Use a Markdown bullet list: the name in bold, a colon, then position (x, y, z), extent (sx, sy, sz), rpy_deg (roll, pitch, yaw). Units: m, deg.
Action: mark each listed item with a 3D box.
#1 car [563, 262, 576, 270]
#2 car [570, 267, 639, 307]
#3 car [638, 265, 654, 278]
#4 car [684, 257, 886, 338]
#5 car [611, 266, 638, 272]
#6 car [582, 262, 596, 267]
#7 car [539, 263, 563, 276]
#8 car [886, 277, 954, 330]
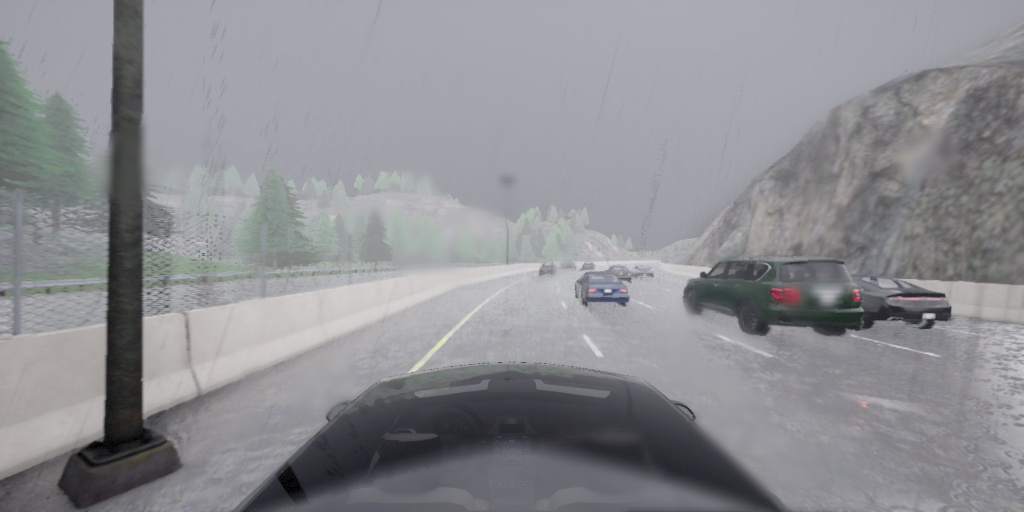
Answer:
- **car**: position (10.122, 1.705, 63.126), extent (1.882, 1.535, 5.008), rpy_deg (0, -1, 19)
- **car**: position (3.940, 1.416, 16.337), extent (2.033, 1.411, 5.357), rpy_deg (0, 0, 5)
- **car**: position (14.331, 1.672, 39.492), extent (1.895, 1.301, 4.718), rpy_deg (0, 0, 12)
- **car**: position (7.249, 1.063, 10.747), extent (2.150, 2.045, 5.566), rpy_deg (0, 0, 3)
- **car**: position (9.244, 1.542, 31.269), extent (2.033, 1.411, 5.357), rpy_deg (0, 0, 10)
- **car**: position (13.237, 1.718, 61.585), extent (2.128, 1.511, 4.902), rpy_deg (0, -1, 19)
- **car**: position (4.362, 1.547, 42.103), extent (2.128, 1.511, 4.902), rpy_deg (0, -1, 13)
- **car**: position (10.853, 1.351, 11.635), extent (2.128, 1.511, 4.902), rpy_deg (0, 0, 3)
